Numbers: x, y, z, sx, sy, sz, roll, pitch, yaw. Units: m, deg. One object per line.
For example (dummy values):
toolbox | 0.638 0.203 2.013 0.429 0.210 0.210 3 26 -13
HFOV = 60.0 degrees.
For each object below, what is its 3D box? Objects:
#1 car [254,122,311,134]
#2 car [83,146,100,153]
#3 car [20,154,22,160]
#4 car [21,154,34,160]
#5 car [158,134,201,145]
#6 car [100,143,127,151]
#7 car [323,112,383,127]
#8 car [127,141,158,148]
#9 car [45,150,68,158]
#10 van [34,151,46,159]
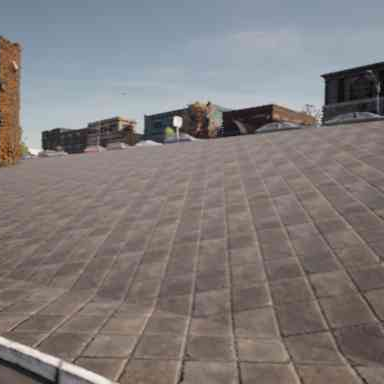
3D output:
car | 6.976 -4.506 25.191 4.892 1.521 2.231 2 2 45
car | -12.711 -5.403 44.560 4.553 1.767 2.185 2 2 45
car | -32.339 -6.212 63.869 5.566 2.045 2.435 2 1 45
car | -28.433 -5.795 60.027 4.674 1.452 2.002 2 1 45
car | -0.818 -4.941 32.859 4.553 1.767 2.185 2 2 45
car | -8.778 -5.253 40.689 4.553 1.767 2.185 2 2 45
car | 10.914 -4.337 21.327 4.892 1.521 2.231 2 2 44
car | -4.736 -4.929 36.713 4.674 1.452 2.002 2 2 45
car | -20.565 -5.565 52.285 4.892 1.521 2.231 2 1 45
van | -24.407 -5.926 56.066 4.442 1.987 1.878 2 1 45
